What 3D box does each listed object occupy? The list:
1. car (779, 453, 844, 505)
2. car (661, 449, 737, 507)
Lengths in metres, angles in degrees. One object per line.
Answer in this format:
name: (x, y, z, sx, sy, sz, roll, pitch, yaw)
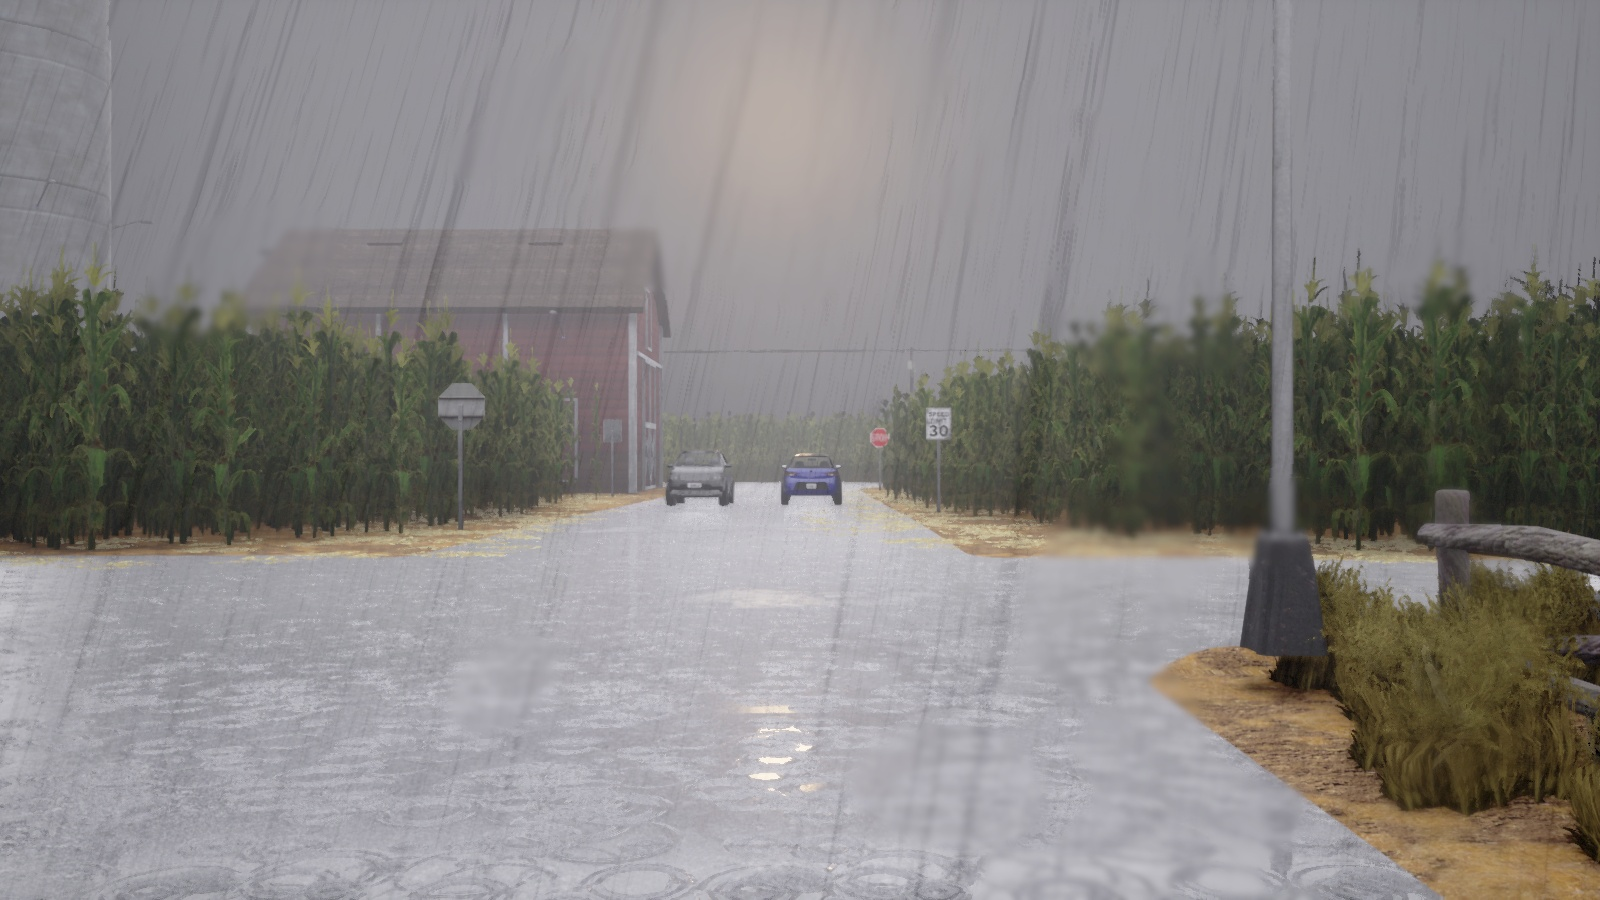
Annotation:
car: (0.338, 0.835, 37.188, 1.816, 1.474, 4.193, 0, -1, 1)
car: (-2.780, 0.772, 35.169, 1.789, 1.549, 3.705, 0, -1, 1)
